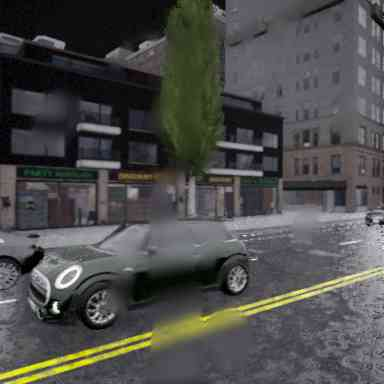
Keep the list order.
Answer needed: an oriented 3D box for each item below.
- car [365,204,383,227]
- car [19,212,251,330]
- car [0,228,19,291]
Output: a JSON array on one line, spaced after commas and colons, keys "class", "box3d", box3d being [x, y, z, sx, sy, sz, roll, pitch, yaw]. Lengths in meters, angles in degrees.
[{"class": "car", "box3d": [13.160, 1.517, 21.769, 4.902, 1.511, 2.128, 0, 0, -38]}, {"class": "car", "box3d": [-0.922, 1.357, 7.066, 4.553, 1.767, 2.097, 0, 0, -36]}, {"class": "car", "box3d": [-5.956, 1.499, 7.458, 4.902, 1.511, 2.128, 0, 0, -36]}]
